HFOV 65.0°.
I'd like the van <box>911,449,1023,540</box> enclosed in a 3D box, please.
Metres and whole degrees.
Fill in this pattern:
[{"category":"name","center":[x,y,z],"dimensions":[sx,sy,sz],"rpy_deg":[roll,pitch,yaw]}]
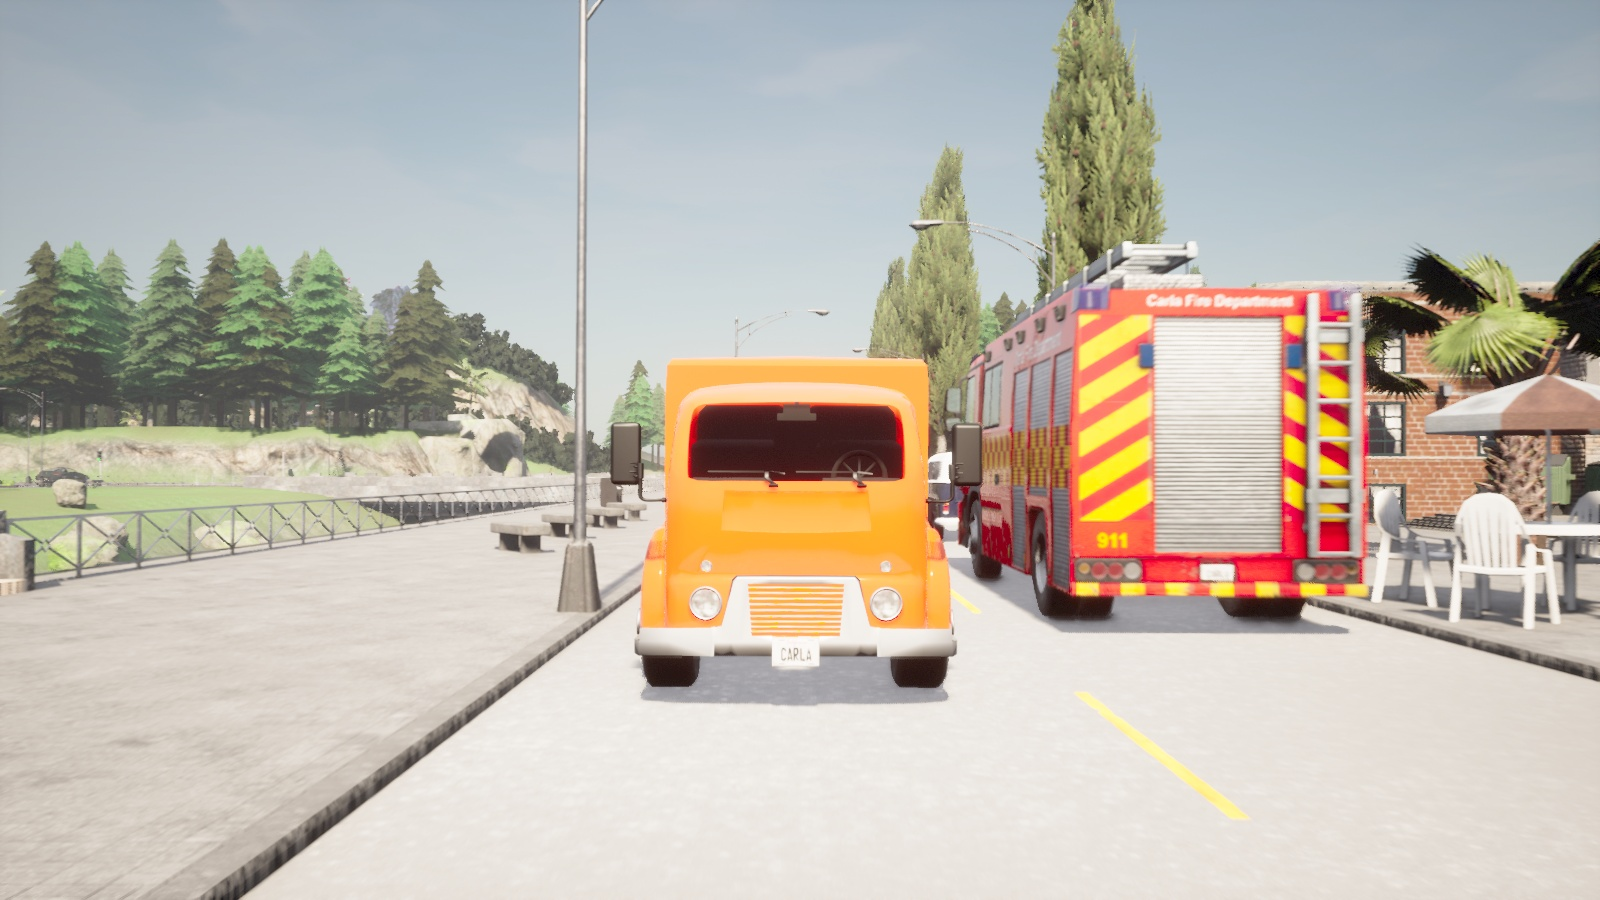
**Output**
[{"category":"van","center":[3.919,1.028,30.226],"dimensions":[2.069,2.038,4.480],"rpy_deg":[0,-1,0]}]

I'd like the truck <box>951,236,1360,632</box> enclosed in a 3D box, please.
[{"category":"truck","center":[3.952,-0.091,16.405],"dimensions":[2.891,3.827,8.468],"rpy_deg":[0,-1,0]}]

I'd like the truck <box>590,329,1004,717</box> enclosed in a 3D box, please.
[{"category":"truck","center":[-0.030,0.506,10.611],"dimensions":[2.627,2.467,5.204],"rpy_deg":[0,-1,0]}]
